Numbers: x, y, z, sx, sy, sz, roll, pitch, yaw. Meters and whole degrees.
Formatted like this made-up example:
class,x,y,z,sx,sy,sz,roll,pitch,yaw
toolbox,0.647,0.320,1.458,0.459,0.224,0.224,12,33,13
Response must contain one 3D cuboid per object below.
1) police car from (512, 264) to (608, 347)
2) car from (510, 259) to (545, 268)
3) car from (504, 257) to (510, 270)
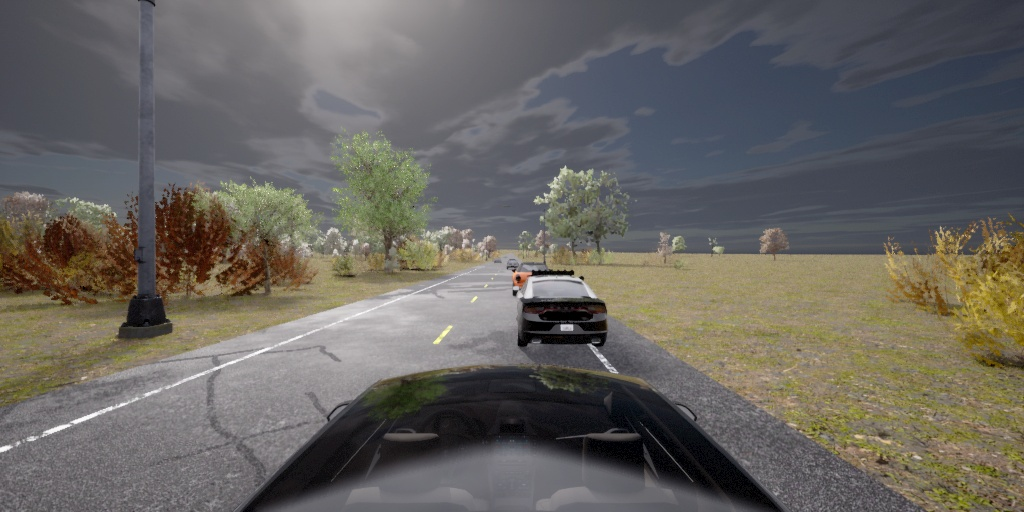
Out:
class,x,y,z,sx,sy,sz,roll,pitch,yaw
police car,1.059,1.173,9.477,1.930,1.638,5.238,0,0,0
car,1.068,1.095,19.338,2.097,1.767,4.553,0,0,0
car,0.123,1.246,52.928,2.033,1.411,5.357,0,0,0
